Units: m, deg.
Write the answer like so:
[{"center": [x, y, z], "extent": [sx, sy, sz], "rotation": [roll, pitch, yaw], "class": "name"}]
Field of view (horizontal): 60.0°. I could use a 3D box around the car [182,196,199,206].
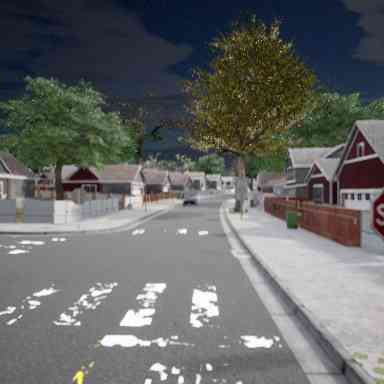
[{"center": [-0.180, 1.274, 46.101], "extent": [1.895, 1.301, 4.718], "rotation": [0, 1, 6], "class": "car"}]
